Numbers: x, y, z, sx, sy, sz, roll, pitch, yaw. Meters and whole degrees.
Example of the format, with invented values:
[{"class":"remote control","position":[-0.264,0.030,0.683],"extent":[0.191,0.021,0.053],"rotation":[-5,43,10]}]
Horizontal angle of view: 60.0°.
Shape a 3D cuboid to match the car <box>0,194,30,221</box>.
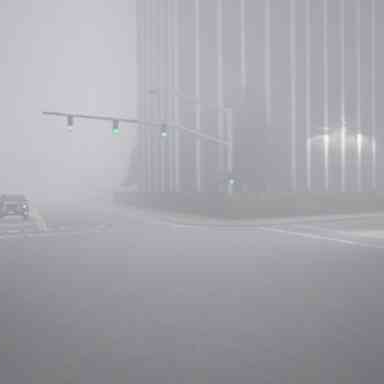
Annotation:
[{"class":"car","position":[-14.749,1.182,27.544],"extent":[2.150,2.045,5.566],"rotation":[-1,0,-26]}]
